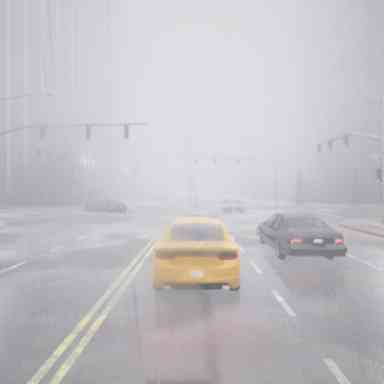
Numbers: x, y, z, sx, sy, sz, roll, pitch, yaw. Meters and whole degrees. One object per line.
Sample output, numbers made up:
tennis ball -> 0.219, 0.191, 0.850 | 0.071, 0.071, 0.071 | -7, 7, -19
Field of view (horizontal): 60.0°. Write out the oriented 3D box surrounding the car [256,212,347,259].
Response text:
car -> 3.680, 1.450, 12.111 | 2.033, 1.411, 5.357 | 0, 0, 1

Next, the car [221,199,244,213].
car -> 3.882, 1.343, 32.635 | 1.895, 1.301, 4.718 | 0, 0, 1

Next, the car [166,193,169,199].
car -> -6.313, 0.881, 76.431 | 1.882, 1.535, 5.008 | 0, 0, 1

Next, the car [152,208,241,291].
car -> 0.130, 1.407, 8.873 | 1.882, 1.535, 5.008 | 0, 0, 1

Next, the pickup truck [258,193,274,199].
pickup truck -> 17.313, 0.453, 76.792 | 2.390, 2.098, 6.274 | 0, 1, 31

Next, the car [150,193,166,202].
car -> -6.501, 1.015, 60.981 | 2.128, 1.511, 4.902 | 0, 0, 1

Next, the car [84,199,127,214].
car -> -8.220, 1.318, 31.514 | 4.181, 1.385, 1.994 | 0, 0, 30
